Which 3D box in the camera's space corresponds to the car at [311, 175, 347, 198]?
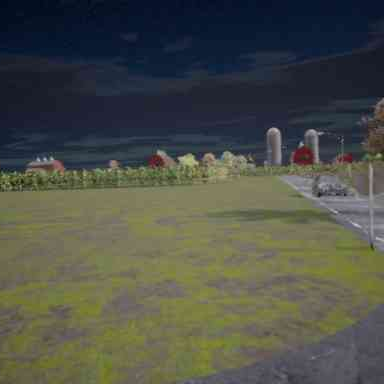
[{"bbox_3d":[10.879,-0.575,26.598,2.097,1.767,4.553,-2,3,13],"label":"car"}]
